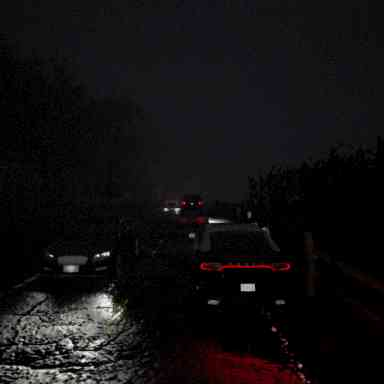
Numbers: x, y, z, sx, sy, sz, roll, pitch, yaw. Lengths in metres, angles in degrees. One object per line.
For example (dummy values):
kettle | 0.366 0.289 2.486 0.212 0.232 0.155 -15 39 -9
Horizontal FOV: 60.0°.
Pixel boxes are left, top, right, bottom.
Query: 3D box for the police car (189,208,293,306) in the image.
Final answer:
police car | 0.949 1.423 8.251 1.930 1.638 5.238 0 0 0

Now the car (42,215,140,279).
car | -2.767 1.489 10.054 2.128 1.511 4.902 0 0 0

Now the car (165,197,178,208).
car | -2.823 1.471 47.703 1.882 1.535 5.008 0 0 0

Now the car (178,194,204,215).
car | 0.011 1.216 33.869 2.150 2.045 5.566 0 0 0
